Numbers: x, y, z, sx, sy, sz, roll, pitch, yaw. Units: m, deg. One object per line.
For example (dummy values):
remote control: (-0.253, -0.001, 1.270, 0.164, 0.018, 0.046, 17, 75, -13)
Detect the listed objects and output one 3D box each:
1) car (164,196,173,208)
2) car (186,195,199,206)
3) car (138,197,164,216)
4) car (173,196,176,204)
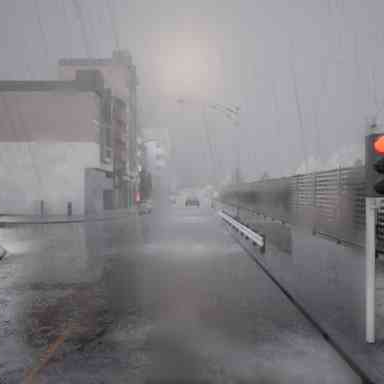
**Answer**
car: (-4.117, 1.504, 47.879, 1.837, 1.490, 4.892, 0, 0, 0)
car: (0.077, 1.351, 53.530, 2.097, 1.767, 4.553, 0, 0, 0)
car: (-4.110, 1.504, 32.472, 1.837, 1.490, 4.892, 0, 0, 0)
car: (-4.082, 1.477, 63.441, 1.882, 1.535, 5.008, 0, 0, 0)
